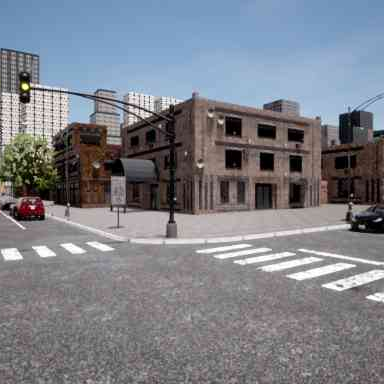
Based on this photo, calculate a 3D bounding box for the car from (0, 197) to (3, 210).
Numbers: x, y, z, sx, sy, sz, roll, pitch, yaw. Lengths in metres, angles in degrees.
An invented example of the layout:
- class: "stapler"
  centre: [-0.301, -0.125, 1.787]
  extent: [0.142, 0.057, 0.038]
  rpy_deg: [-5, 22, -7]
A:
- class: "car"
  centre: [-22.601, 1.517, 36.799]
  extent: [2.128, 1.511, 4.902]
  rpy_deg: [0, 0, -33]

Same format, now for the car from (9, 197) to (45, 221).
- class: "car"
  centre: [-13.575, 1.329, 27.651]
  extent: [2.192, 1.841, 5.009]
  rpy_deg: [0, 0, -33]

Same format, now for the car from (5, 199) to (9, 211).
- class: "car"
  centre: [-16.584, 1.585, 32.286]
  extent: [1.947, 1.339, 4.313]
  rpy_deg: [0, 0, -33]

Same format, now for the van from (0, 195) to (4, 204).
- class: "van"
  centre: [-37.640, 1.417, 64.729]
  extent: [1.690, 1.788, 3.998]
  rpy_deg: [0, 0, -33]

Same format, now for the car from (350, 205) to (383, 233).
- class: "car"
  centre: [10.379, 1.357, 17.922]
  extent: [4.313, 1.339, 1.947]
  rpy_deg: [-1, 1, -33]

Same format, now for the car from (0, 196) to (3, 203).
- class: "car"
  centre: [-40.741, 1.613, 69.506]
  extent: [1.752, 1.417, 4.829]
  rpy_deg: [0, 0, -33]

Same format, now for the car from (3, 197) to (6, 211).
- class: "car"
  centre: [-22.600, 1.596, 41.556]
  extent: [1.947, 1.339, 4.313]
  rpy_deg: [0, 0, -33]
